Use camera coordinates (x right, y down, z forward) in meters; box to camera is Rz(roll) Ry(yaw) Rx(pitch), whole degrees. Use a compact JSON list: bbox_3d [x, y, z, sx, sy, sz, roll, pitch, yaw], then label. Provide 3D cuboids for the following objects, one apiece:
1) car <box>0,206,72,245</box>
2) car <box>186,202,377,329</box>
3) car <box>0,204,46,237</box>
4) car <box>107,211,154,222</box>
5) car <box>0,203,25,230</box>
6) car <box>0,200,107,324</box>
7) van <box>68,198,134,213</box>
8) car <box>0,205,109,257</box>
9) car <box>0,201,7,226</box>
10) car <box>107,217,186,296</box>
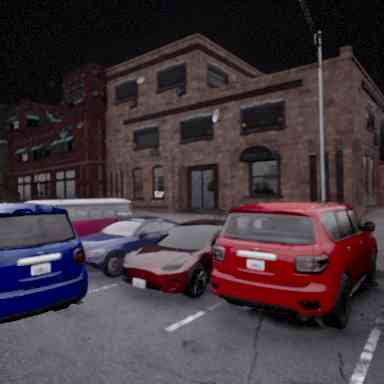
[{"bbox_3d":[-8.240,1.487,15.478,2.002,1.452,4.674,0,0,39],"label":"car"},{"bbox_3d":[2.561,1.231,7.354,2.435,2.045,5.566,0,0,36],"label":"car"},{"bbox_3d":[-10.389,1.463,17.165,2.163,1.488,4.792,0,0,39],"label":"car"},{"bbox_3d":[-1.770,1.515,10.482,2.002,1.452,4.674,0,0,37],"label":"car"},{"bbox_3d":[-12.460,1.447,18.942,2.163,1.488,4.792,0,0,40],"label":"car"},{"bbox_3d":[-4.376,1.220,6.573,5.566,2.045,2.150,1,0,37],"label":"car"},{"bbox_3d":[-3.863,1.242,12.212,1.878,1.987,4.442,0,0,38],"label":"van"},{"bbox_3d":[-6.212,1.455,13.642,1.946,1.575,5.366,0,0,38],"label":"car"},{"bbox_3d":[-14.577,1.402,20.670,2.231,1.521,4.892,1,0,41],"label":"car"},{"bbox_3d":[0.317,1.509,8.904,2.163,1.488,4.792,0,0,37],"label":"car"}]
